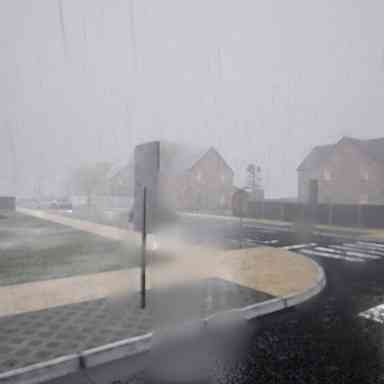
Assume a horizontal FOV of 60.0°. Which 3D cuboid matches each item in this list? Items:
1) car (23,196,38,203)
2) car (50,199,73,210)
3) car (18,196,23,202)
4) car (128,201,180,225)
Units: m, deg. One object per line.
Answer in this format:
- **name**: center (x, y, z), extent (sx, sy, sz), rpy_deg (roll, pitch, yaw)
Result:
- **car**: center (-35.150, 1.663, 73.038), extent (1.994, 1.385, 4.181), rpy_deg (1, -1, -36)
- **car**: center (-17.173, 1.608, 43.596), extent (2.033, 1.411, 5.357), rpy_deg (1, -1, -36)
- **car**: center (-41.060, 1.794, 81.156), extent (2.033, 1.411, 5.357), rpy_deg (1, -1, -36)
- **car**: center (-2.794, 1.390, 23.723), extent (2.097, 1.767, 4.553), rpy_deg (1, -1, -36)
